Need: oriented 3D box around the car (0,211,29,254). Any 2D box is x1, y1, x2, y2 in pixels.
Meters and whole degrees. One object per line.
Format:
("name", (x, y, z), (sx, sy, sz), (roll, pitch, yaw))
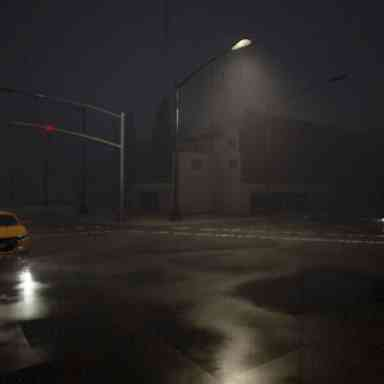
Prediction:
("car", (-7.676, 1.502, 12.943), (1.882, 1.535, 5.008), (0, 0, -35))
